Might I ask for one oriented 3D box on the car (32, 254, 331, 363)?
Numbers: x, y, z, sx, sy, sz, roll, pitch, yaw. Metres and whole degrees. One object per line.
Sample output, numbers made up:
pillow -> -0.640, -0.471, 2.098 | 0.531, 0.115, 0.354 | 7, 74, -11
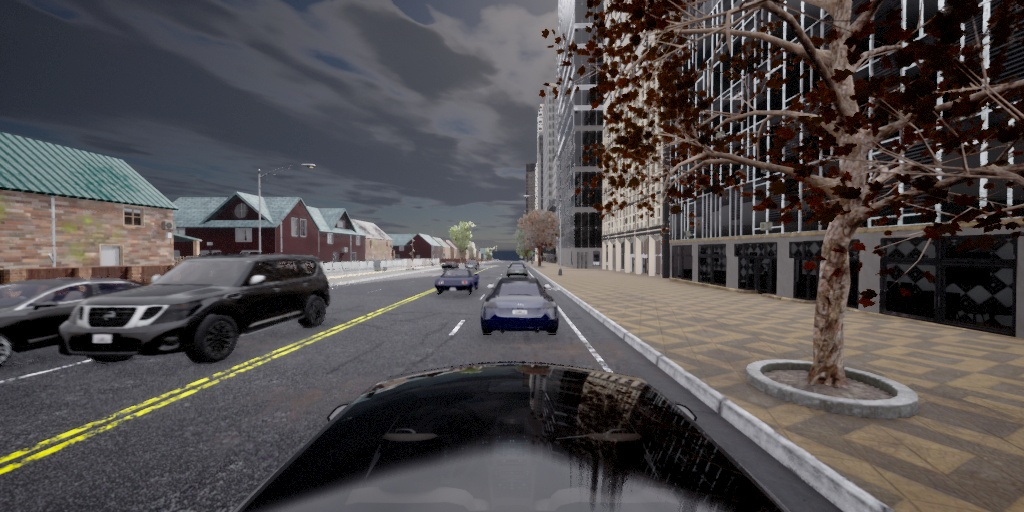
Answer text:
car -> -6.519, 0.973, 8.498 | 2.150, 2.045, 5.566 | 0, 0, 1

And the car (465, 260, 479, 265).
car -> -5.867, 1.351, 52.967 | 2.128, 1.511, 4.902 | 0, 0, 1

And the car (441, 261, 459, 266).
car -> -9.117, 1.457, 52.978 | 1.895, 1.301, 4.718 | 0, 0, 1

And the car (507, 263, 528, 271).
car -> 0.505, 1.353, 34.763 | 1.994, 1.385, 4.181 | 0, 0, 1

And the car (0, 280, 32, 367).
car -> -9.781, 1.242, 7.552 | 2.128, 1.511, 4.902 | 0, 0, 1

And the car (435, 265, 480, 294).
car -> -2.924, 1.363, 20.188 | 1.895, 1.301, 4.718 | 0, 0, 1

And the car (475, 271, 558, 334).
car -> 0.210, 1.317, 10.582 | 1.994, 1.385, 4.181 | 0, 0, 1
